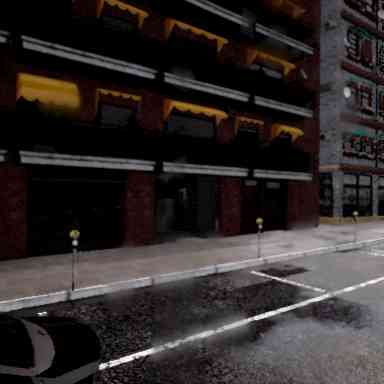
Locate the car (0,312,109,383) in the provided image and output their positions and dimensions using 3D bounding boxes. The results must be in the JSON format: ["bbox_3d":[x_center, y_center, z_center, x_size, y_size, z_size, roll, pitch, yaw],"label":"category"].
[{"bbox_3d":[-2.772,1.505,1.403,4.892,1.490,1.837,0,0,-35],"label":"car"}]
